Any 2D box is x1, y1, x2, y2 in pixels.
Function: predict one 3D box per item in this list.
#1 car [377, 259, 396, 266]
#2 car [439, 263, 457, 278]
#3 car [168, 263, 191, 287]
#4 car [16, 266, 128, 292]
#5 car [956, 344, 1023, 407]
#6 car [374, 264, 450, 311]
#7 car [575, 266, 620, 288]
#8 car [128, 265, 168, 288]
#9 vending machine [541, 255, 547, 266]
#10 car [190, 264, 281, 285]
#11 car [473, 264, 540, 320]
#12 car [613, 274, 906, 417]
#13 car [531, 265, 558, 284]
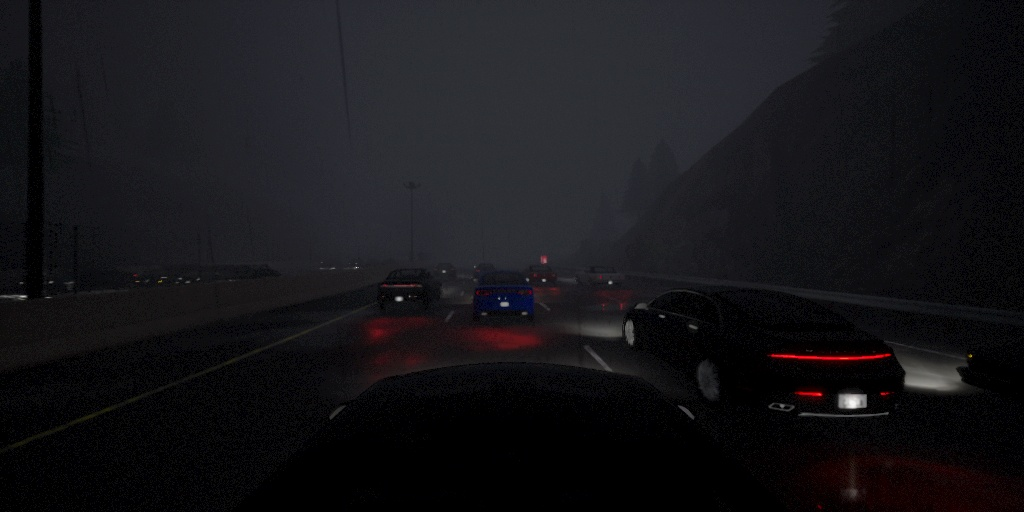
[{"bbox_3d":[-20.698,1.240,60.277,1.837,1.490,4.892,0,0,-7],"label":"car"},{"bbox_3d":[-6.075,1.296,32.666,1.994,1.385,4.181,0,0,-8],"label":"car"},{"bbox_3d":[-19.106,1.275,23.230,1.837,1.490,4.892,0,0,-7],"label":"car"},{"bbox_3d":[-25.976,1.334,21.851,2.033,1.411,5.357,0,0,-7],"label":"car"},{"bbox_3d":[7.041,1.281,2.377,2.033,1.411,5.357,0,0,-1],"label":"car"},{"bbox_3d":[-3.990,1.237,14.581,2.128,1.511,4.902,0,0,-4],"label":"car"},{"bbox_3d":[5.677,1.316,23.811,1.895,1.301,4.718,0,0,-7],"label":"car"},{"bbox_3d":[-22.796,1.282,24.510,1.837,1.490,4.892,0,0,-7],"label":"car"},{"bbox_3d":[5.469,0.873,61.179,1.100,2.100,0.880,0,0,-8],"label":"vending machine"},{"bbox_3d":[-15.277,1.256,20.599,2.128,1.511,4.902,0,0,-6],"label":"car"},{"bbox_3d":[-0.358,1.217,12.672,1.882,1.535,5.008,0,0,-3],"label":"car"},{"bbox_3d":[3.436,1.243,6.107,1.837,1.490,4.892,0,0,-2],"label":"car"},{"bbox_3d":[1.873,1.322,26.094,1.895,1.301,4.718,0,0,-7],"label":"car"}]
